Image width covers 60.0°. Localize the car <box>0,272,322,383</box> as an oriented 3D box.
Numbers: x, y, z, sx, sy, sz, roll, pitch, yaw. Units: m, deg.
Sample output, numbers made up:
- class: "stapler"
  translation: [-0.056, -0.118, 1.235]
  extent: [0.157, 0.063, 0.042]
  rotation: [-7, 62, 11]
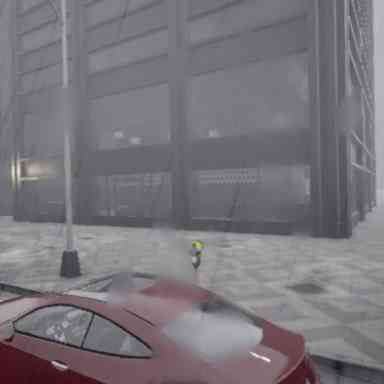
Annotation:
- class: "car"
  translation: [-0.883, 1.559, 3.524]
  extent: [4.206, 1.307, 1.802]
  rotation: [-1, 1, 31]
